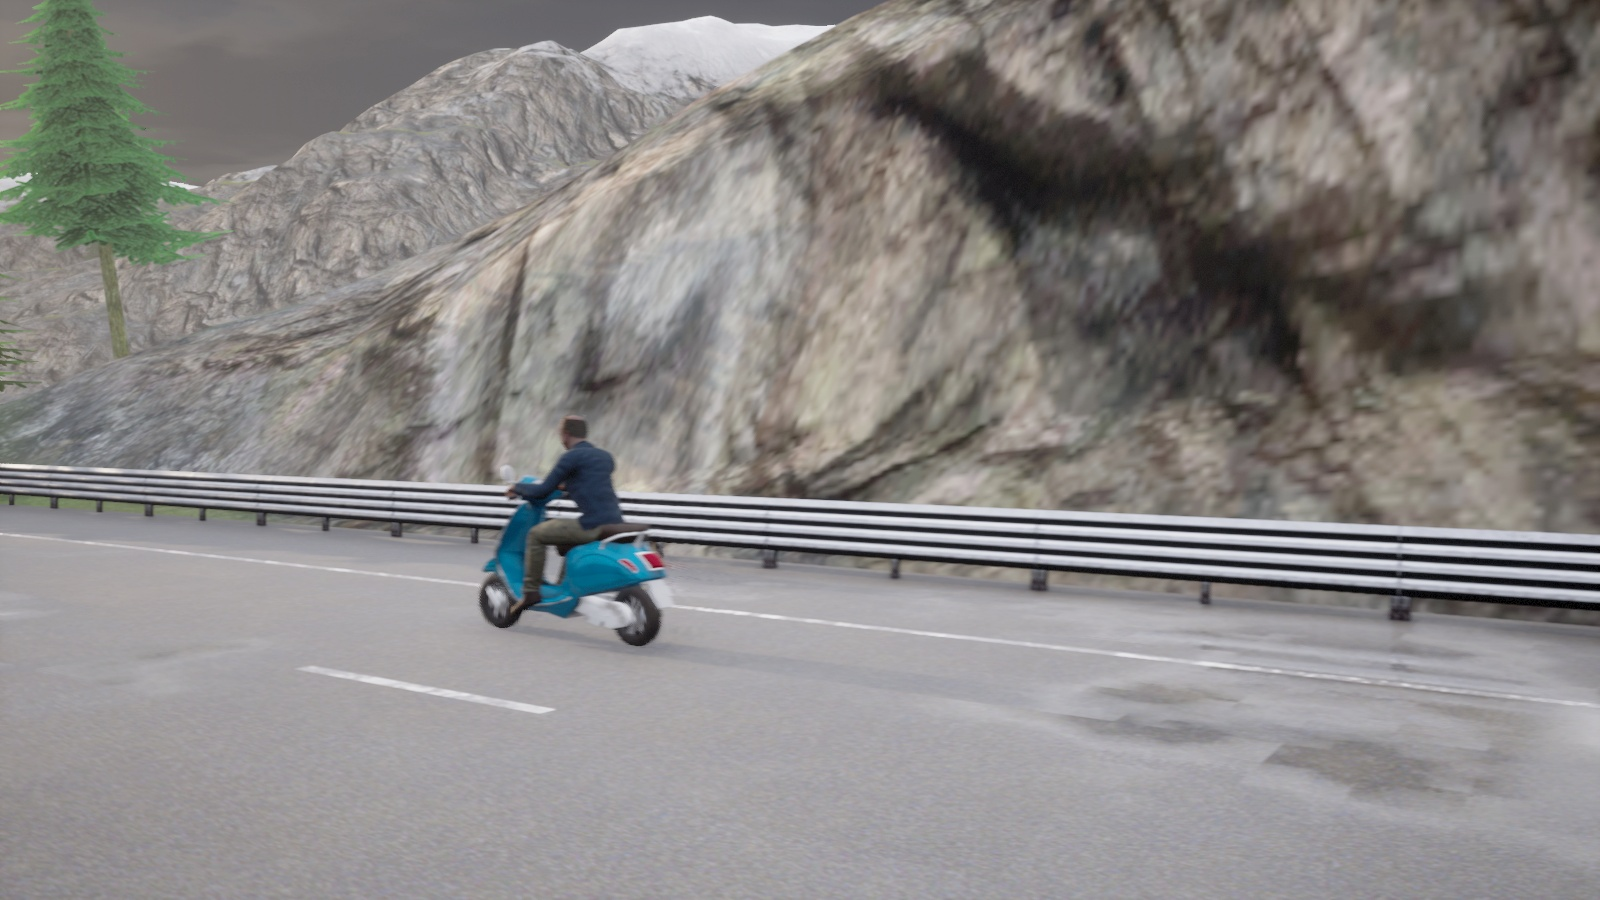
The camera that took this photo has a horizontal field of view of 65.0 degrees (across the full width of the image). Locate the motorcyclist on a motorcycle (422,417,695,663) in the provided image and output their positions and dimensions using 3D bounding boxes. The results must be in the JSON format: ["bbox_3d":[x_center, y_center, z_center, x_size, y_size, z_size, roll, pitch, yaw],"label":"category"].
[{"bbox_3d":[-1.742,0.578,8.982,1.817,1.590,0.866,0,1,34],"label":"motorcyclist on a motorcycle"}]
